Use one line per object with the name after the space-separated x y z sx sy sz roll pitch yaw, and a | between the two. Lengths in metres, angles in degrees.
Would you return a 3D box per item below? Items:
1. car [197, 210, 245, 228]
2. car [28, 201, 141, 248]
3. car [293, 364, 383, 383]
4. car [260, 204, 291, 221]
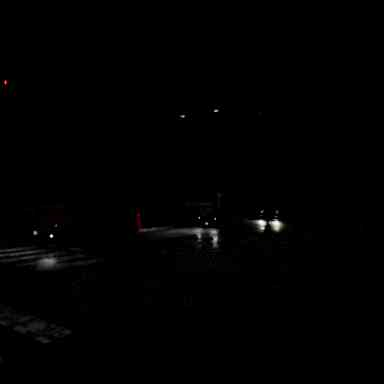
2.382 2.101 26.670 1.895 1.301 4.718 0 -1 35 | car
-5.042 1.465 16.549 2.150 2.045 5.566 0 -1 39 | car
2.391 1.551 1.247 4.403 1.369 2.008 0 0 36 | car
9.126 2.095 36.139 2.097 1.767 4.553 0 -1 35 | car
